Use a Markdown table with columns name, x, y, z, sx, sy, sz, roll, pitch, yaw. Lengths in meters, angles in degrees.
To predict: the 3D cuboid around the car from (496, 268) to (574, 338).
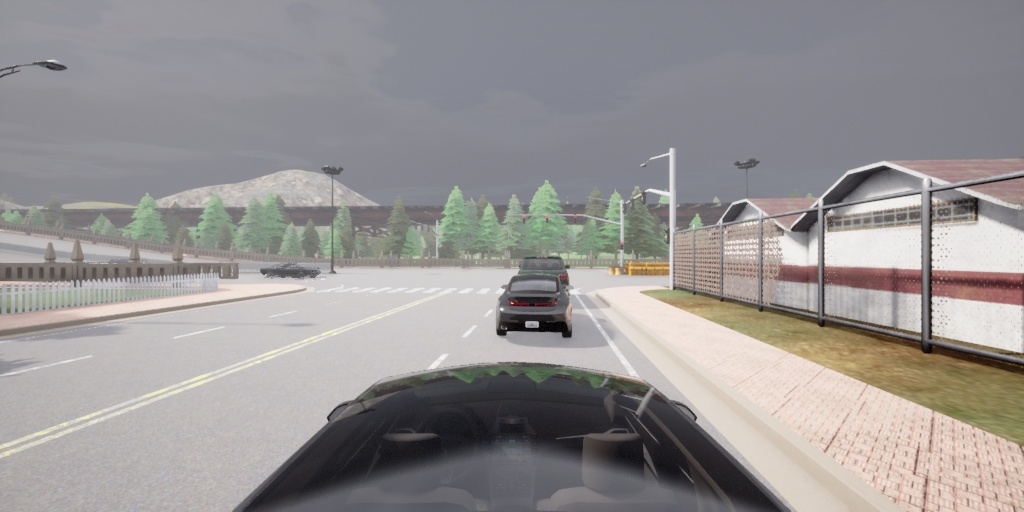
| name | x | y | z | sx | sy | sz | roll | pitch | yaw |
| --- | --- | --- | --- | --- | --- | --- | --- | --- | --- |
| car | 0.695 | 1.254 | 10.264 | 1.837 | 1.490 | 4.892 | 0 | 0 | 6 |

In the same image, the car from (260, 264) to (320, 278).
| name | x | y | z | sx | sy | sz | roll | pitch | yaw |
| --- | --- | --- | --- | --- | --- | --- | --- | --- | --- |
| car | -20.464 | 1.346 | 33.244 | 4.718 | 1.301 | 1.895 | 0 | 0 | 4 |

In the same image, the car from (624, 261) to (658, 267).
| name | x | y | z | sx | sy | sz | roll | pitch | yaw |
| --- | --- | --- | --- | --- | --- | --- | --- | --- | --- |
| car | 15.737 | 1.348 | 41.492 | 4.718 | 1.301 | 1.895 | 0 | 0 | 4 |

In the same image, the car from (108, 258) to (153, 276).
| name | x | y | z | sx | sy | sz | roll | pitch | yaw |
| --- | --- | --- | --- | --- | --- | --- | --- | --- | --- |
| car | -32.018 | 1.031 | 30.535 | 4.553 | 1.767 | 2.097 | 1 | 0 | 4 |

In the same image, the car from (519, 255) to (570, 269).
| name | x | y | z | sx | sy | sz | roll | pitch | yaw |
| --- | --- | --- | --- | --- | --- | --- | --- | --- | --- |
| car | 1.449 | 0.971 | 16.276 | 2.150 | 2.045 | 5.566 | 0 | 0 | 7 |
